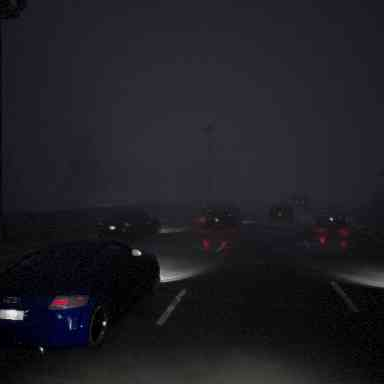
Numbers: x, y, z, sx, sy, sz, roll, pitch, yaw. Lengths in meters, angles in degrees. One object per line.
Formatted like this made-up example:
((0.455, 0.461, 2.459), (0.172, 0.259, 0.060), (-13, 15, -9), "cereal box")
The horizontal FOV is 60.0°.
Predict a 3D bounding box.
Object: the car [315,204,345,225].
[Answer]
((10.065, 1.578, 24.313), (1.812, 1.442, 4.674), (0, 0, 19), "car")

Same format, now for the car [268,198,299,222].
((7.479, 1.546, 27.415), (1.882, 1.535, 5.008), (0, 0, 20), "car")

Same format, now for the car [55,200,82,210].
((-16.106, 1.738, 44.306), (1.994, 1.385, 4.181), (0, 0, 23), "car")

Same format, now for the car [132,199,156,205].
((-5.960, 1.667, 41.383), (1.812, 1.442, 4.674), (0, 0, 24), "car")

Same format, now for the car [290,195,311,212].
((13.198, 1.318, 40.630), (2.150, 2.045, 5.566), (0, 0, 26), "car")

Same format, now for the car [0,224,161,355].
((-2.014, 1.588, 6.355), (1.994, 1.385, 4.181), (0, 0, 10), "car")

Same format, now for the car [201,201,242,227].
((2.276, 1.592, 23.137), (1.812, 1.442, 4.674), (0, 0, 18), "car")

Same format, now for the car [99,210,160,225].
((-3.125, 1.624, 17.177), (1.994, 1.385, 4.181), (0, 0, 15), "car")

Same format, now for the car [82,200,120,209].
((-10.512, 1.672, 39.597), (1.812, 1.442, 4.674), (0, 0, 23), "car")

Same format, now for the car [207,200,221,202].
((2.424, 1.589, 33.749), (2.128, 1.511, 4.902), (0, 0, 22), "car")

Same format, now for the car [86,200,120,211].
((-11.959, 1.768, 45.122), (1.895, 1.301, 4.718), (0, 0, 24), "car")
